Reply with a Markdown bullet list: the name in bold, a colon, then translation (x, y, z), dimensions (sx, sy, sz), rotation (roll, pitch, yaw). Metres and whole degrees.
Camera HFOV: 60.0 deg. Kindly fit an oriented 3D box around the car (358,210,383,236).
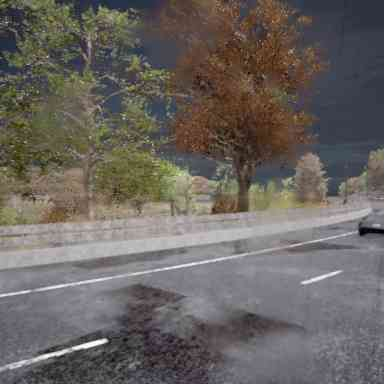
- **car**: translation (10.685, 1.651, 18.229), dimensions (1.994, 1.385, 4.181), rotation (0, 0, 43)
